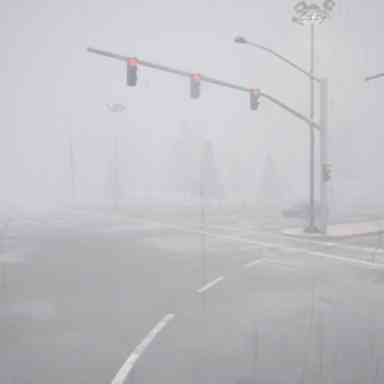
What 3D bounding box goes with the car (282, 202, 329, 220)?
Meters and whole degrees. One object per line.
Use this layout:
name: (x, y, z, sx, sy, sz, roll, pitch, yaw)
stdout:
car: (10.093, 1.603, 29.489, 5.008, 1.535, 1.882, -1, 1, -36)
